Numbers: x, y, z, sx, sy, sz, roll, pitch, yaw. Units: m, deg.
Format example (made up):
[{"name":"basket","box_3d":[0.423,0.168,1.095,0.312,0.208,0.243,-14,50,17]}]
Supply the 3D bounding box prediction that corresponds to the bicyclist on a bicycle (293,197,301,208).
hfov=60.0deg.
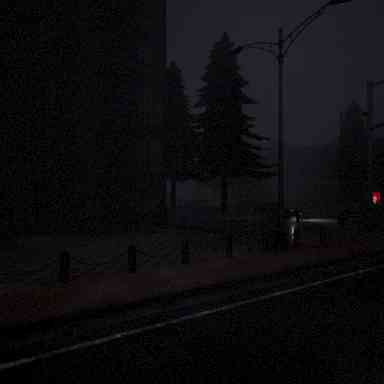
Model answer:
[{"name":"bicyclist on a bicycle","box_3d":[11.559,1.316,36.665,1.656,1.620,0.582,0,0,-37]}]

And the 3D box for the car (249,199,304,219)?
[{"name":"car","box_3d":[7.616,1.541,29.505,1.812,1.442,4.674,0,0,-38]}]

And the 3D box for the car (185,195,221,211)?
[{"name":"car","box_3d":[1.418,1.493,37.698,1.882,1.535,5.008,0,0,-37]}]

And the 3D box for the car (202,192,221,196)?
[{"name":"car","box_3d":[5.304,1.113,92.476,1.932,1.855,4.605,0,0,-37]}]

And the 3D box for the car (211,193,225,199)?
[{"name":"car","box_3d":[7.394,1.092,94.536,1.905,1.878,3.866,0,0,-37]}]

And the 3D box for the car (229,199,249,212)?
[{"name":"car","box_3d":[6.249,1.519,37.421,1.837,1.490,4.892,0,0,-37]}]
